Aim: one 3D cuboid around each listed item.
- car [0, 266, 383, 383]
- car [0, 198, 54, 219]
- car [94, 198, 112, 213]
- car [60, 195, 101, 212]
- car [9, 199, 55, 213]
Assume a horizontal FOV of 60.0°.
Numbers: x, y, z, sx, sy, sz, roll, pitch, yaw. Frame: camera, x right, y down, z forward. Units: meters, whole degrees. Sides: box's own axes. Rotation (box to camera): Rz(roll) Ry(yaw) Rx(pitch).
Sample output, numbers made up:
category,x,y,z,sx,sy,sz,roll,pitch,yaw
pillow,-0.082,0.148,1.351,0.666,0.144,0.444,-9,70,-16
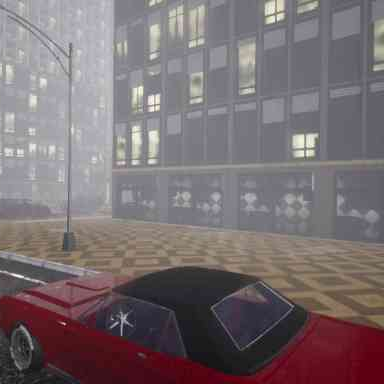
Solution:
category,x,y,z,sx,sy,sz,roll,pitch,yaw
car,-0.333,1.600,3.927,4.718,1.301,1.895,0,0,36
car,-15.737,1.517,30.754,2.192,1.841,5.009,1,0,37
car,-8.916,1.828,39.949,1.752,1.417,4.829,1,0,37
car,-14.052,1.424,42.717,2.150,2.045,5.566,1,0,37
car,-19.211,1.641,40.138,1.752,1.417,4.829,1,0,37
